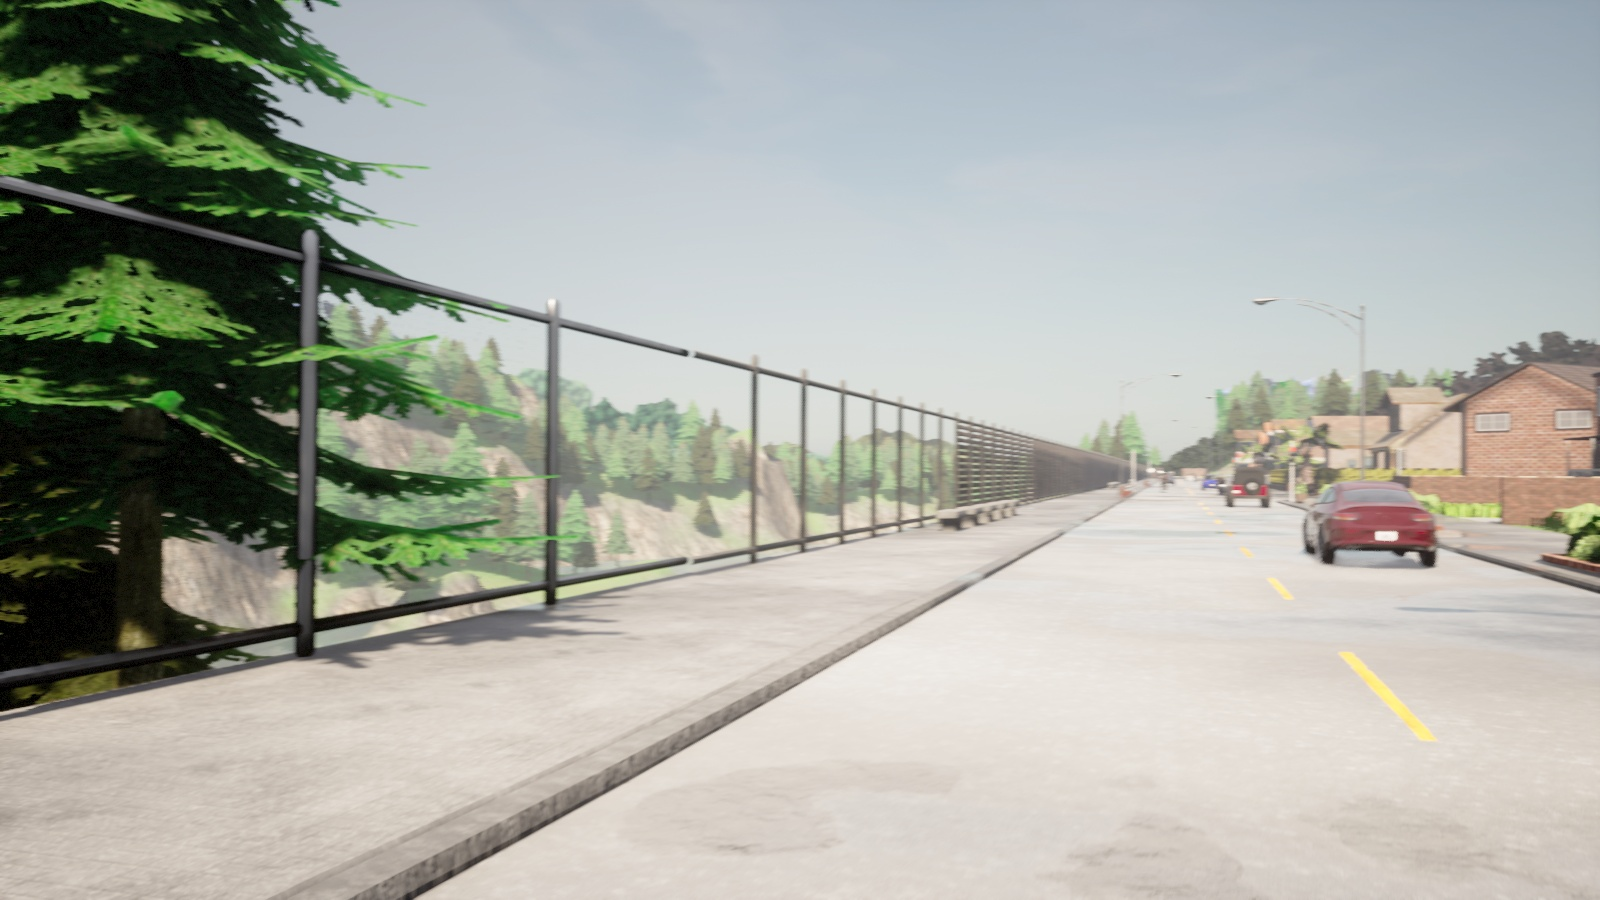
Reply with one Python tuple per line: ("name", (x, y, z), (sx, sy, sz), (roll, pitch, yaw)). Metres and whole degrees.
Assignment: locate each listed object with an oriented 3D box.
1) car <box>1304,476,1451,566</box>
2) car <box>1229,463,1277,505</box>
("car", (10.422, 1.212, 22.979), (1.812, 1.442, 4.674), (0, -1, 17))
("car", (21.291, 1.577, 59.181), (1.905, 1.878, 3.866), (0, -1, 17))
